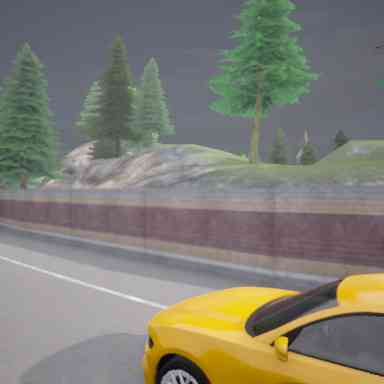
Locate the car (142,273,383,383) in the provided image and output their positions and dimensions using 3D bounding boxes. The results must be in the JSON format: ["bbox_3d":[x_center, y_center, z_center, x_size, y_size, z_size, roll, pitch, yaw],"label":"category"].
[{"bbox_3d":[1.765,1.488,2.830,5.008,1.535,1.882,0,0,36],"label":"car"}]
